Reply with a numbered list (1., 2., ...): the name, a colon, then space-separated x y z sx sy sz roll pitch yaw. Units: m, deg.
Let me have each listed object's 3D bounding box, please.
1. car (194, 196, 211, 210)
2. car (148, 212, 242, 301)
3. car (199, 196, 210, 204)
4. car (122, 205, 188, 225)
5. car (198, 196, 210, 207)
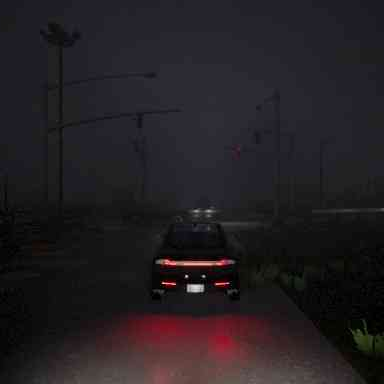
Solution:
1. car: 1.429 1.491 42.899 1.812 1.442 4.674 0 0 3
2. car: 0.080 1.492 8.314 2.128 1.511 4.902 0 0 0
3. car: 2.435 1.529 62.049 1.994 1.385 4.181 0 0 3
4. car: -2.472 1.601 23.759 4.718 1.301 1.895 0 0 2
5. car: 1.902 1.443 52.107 1.882 1.535 5.008 0 0 3
